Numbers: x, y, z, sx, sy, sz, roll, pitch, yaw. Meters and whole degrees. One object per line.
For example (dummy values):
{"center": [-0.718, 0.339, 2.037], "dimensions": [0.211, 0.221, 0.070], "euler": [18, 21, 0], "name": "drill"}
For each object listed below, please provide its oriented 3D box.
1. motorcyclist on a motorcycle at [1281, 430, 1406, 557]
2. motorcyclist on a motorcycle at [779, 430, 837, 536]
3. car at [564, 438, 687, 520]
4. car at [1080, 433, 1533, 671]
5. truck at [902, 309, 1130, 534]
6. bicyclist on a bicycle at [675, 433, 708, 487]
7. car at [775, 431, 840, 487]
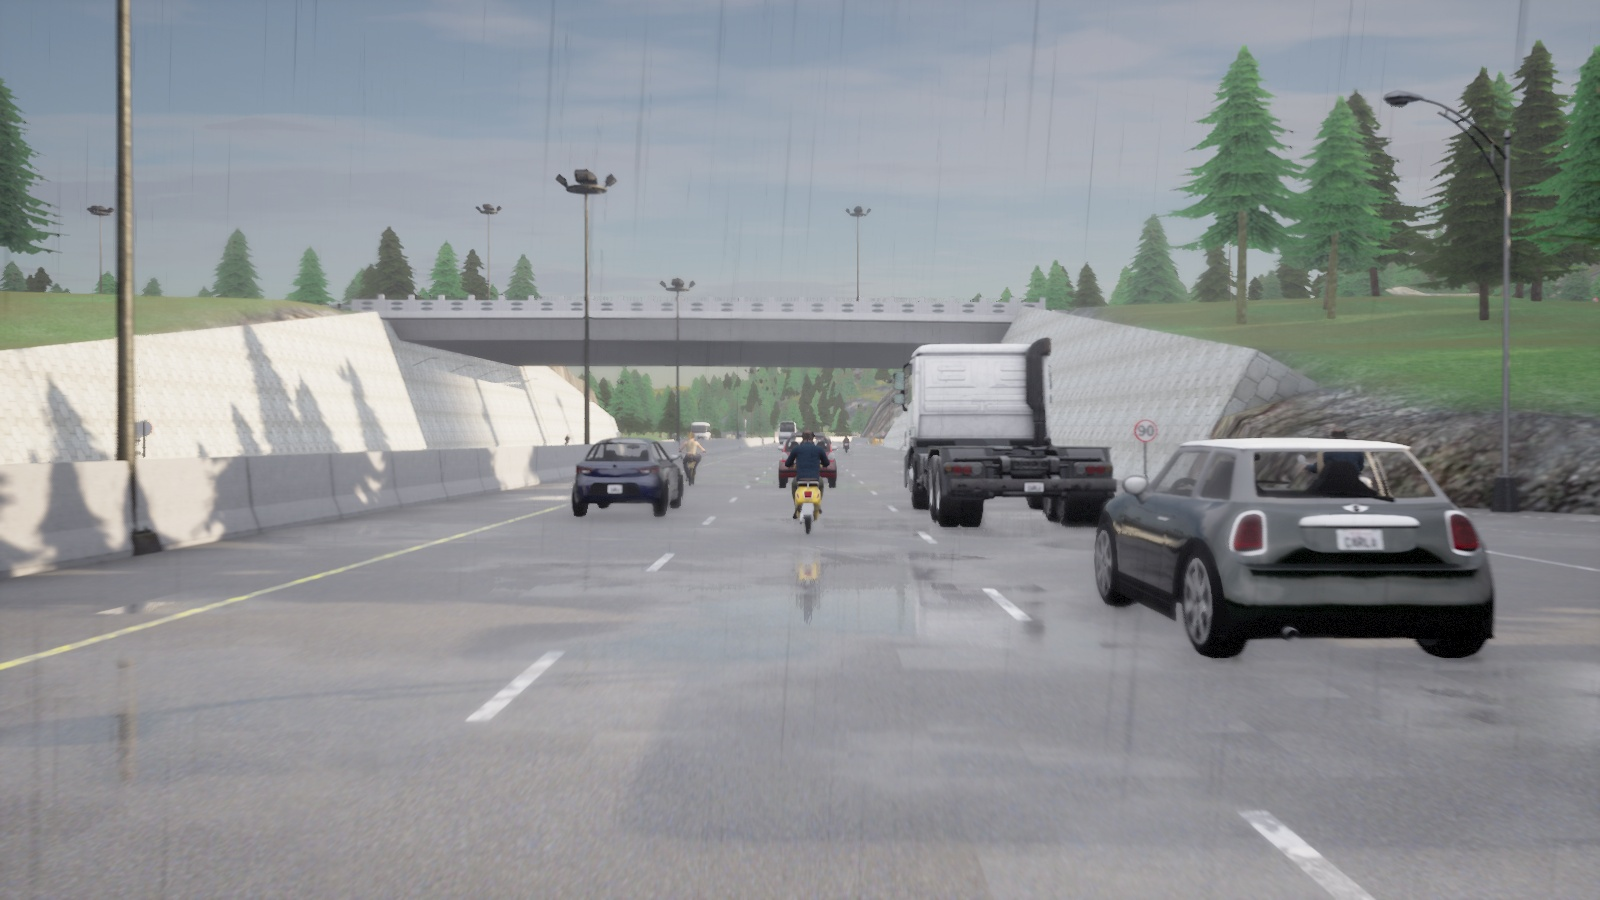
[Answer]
{"center": [7.107, 0.531, 16.531], "dimensions": [0.866, 1.590, 1.817], "euler": [0, 1, 0], "name": "motorcyclist on a motorcycle"}
{"center": [0.125, 0.491, 19.844], "dimensions": [0.866, 1.590, 1.817], "euler": [0, 0, 0], "name": "motorcyclist on a motorcycle"}
{"center": [-3.347, 0.497, 24.781], "dimensions": [1.816, 1.474, 4.193], "euler": [0, 1, 0], "name": "car"}
{"center": [3.569, 0.612, 9.703], "dimensions": [1.970, 1.475, 3.806], "euler": [0, 1, 0], "name": "car"}
{"center": [3.645, -0.478, 23.316], "dimensions": [2.891, 3.462, 7.936], "euler": [0, 1, 0], "name": "truck"}
{"center": [-3.270, 0.283, 37.852], "dimensions": [0.866, 1.612, 1.509], "euler": [0, 1, 0], "name": "bicyclist on a bicycle"}
{"center": [0.227, 0.244, 38.178], "dimensions": [1.851, 1.617, 3.988], "euler": [0, 1, 0], "name": "car"}
